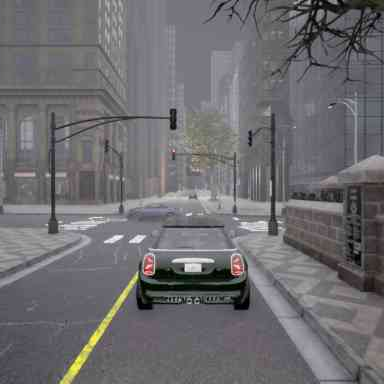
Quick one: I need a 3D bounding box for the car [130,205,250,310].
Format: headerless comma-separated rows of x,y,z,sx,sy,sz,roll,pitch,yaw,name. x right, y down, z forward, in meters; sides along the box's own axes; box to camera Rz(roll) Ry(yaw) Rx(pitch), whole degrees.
0.035,1.352,7.982,2.097,1.767,4.553,0,0,0,car

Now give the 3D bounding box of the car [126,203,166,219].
-3.024,1.551,26.110,4.181,1.385,1.994,0,0,1,car

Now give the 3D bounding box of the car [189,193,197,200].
0.243,0.937,81.241,2.097,1.767,4.553,0,1,0,car
